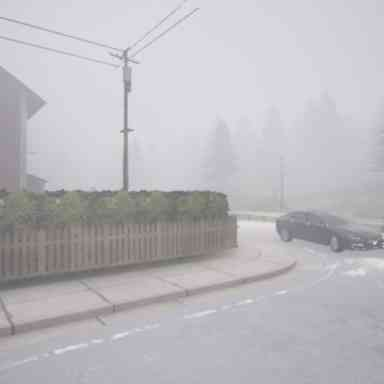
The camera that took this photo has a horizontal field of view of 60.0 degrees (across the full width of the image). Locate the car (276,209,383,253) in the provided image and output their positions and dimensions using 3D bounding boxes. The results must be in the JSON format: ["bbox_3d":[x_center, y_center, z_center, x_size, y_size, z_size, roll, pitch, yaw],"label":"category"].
[{"bbox_3d":[5.613,1.542,14.207,1.837,1.490,4.892,0,1,-24],"label":"car"}]
